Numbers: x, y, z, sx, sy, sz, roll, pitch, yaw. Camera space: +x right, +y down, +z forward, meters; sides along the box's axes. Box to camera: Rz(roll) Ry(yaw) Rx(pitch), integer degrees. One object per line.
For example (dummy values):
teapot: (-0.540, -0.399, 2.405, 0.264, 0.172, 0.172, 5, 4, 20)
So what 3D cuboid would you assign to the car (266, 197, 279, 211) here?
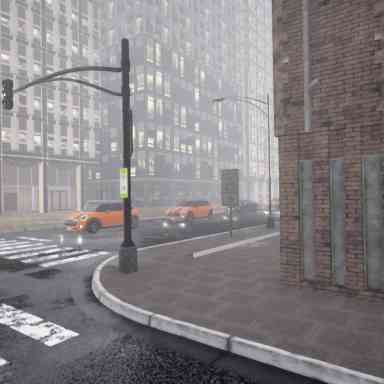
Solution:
car: (11.094, 1.471, 42.521, 2.097, 1.767, 4.553, -1, -1, 36)

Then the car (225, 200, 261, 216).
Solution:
car: (5.151, 1.590, 34.341, 2.128, 1.511, 4.902, -1, -1, 36)

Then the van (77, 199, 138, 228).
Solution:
van: (-5.894, 1.460, 23.492, 1.690, 1.788, 3.998, -2, -1, 36)

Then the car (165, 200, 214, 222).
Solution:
car: (-0.128, 1.432, 27.047, 2.097, 1.767, 4.553, -1, -1, 36)

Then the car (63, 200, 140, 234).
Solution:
car: (-5.335, 1.416, 19.892, 2.097, 1.767, 4.553, -1, -1, 37)
